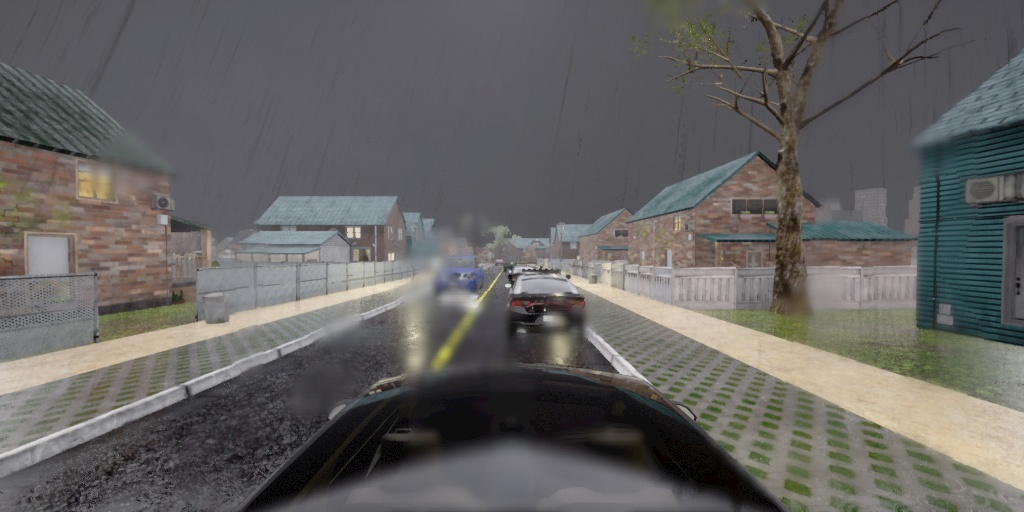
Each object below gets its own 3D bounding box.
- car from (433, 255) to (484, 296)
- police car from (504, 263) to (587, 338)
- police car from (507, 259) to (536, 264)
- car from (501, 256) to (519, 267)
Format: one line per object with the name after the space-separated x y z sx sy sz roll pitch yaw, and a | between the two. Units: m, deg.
-2.746 0.977 19.614 2.150 2.045 5.566 0 0 0 | car
0.827 1.174 10.360 1.930 1.638 5.238 0 0 0 | police car
0.828 1.182 20.362 1.930 1.638 5.238 0 0 0 | police car
0.029 1.026 47.008 2.150 2.045 5.566 0 0 0 | car
